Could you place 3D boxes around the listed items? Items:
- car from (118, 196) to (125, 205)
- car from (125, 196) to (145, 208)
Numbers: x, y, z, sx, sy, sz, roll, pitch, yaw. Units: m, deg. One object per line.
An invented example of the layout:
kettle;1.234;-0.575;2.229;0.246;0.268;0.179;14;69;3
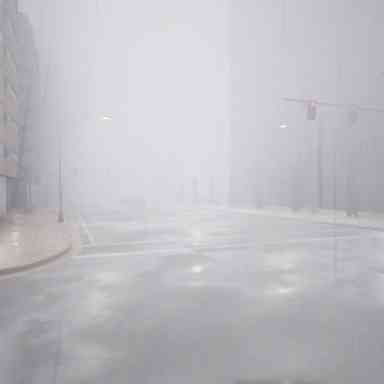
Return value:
car;-12.032;1.515;59.836;1.882;1.535;5.008;-1;0;-21
car;-8.328;1.511;50.152;2.128;1.511;4.902;-1;0;-20
